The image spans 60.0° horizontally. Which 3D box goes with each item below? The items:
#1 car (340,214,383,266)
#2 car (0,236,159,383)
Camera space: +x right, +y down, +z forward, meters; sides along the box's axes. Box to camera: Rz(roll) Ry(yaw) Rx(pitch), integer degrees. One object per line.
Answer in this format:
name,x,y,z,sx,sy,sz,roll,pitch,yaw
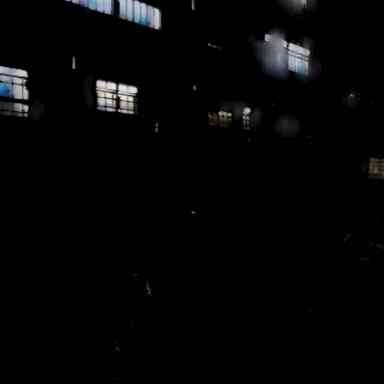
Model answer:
car,6.637,1.428,10.848,4.097,1.590,1.967,0,-1,-35
car,-2.564,1.440,4.284,4.097,1.590,1.967,0,-1,-35
